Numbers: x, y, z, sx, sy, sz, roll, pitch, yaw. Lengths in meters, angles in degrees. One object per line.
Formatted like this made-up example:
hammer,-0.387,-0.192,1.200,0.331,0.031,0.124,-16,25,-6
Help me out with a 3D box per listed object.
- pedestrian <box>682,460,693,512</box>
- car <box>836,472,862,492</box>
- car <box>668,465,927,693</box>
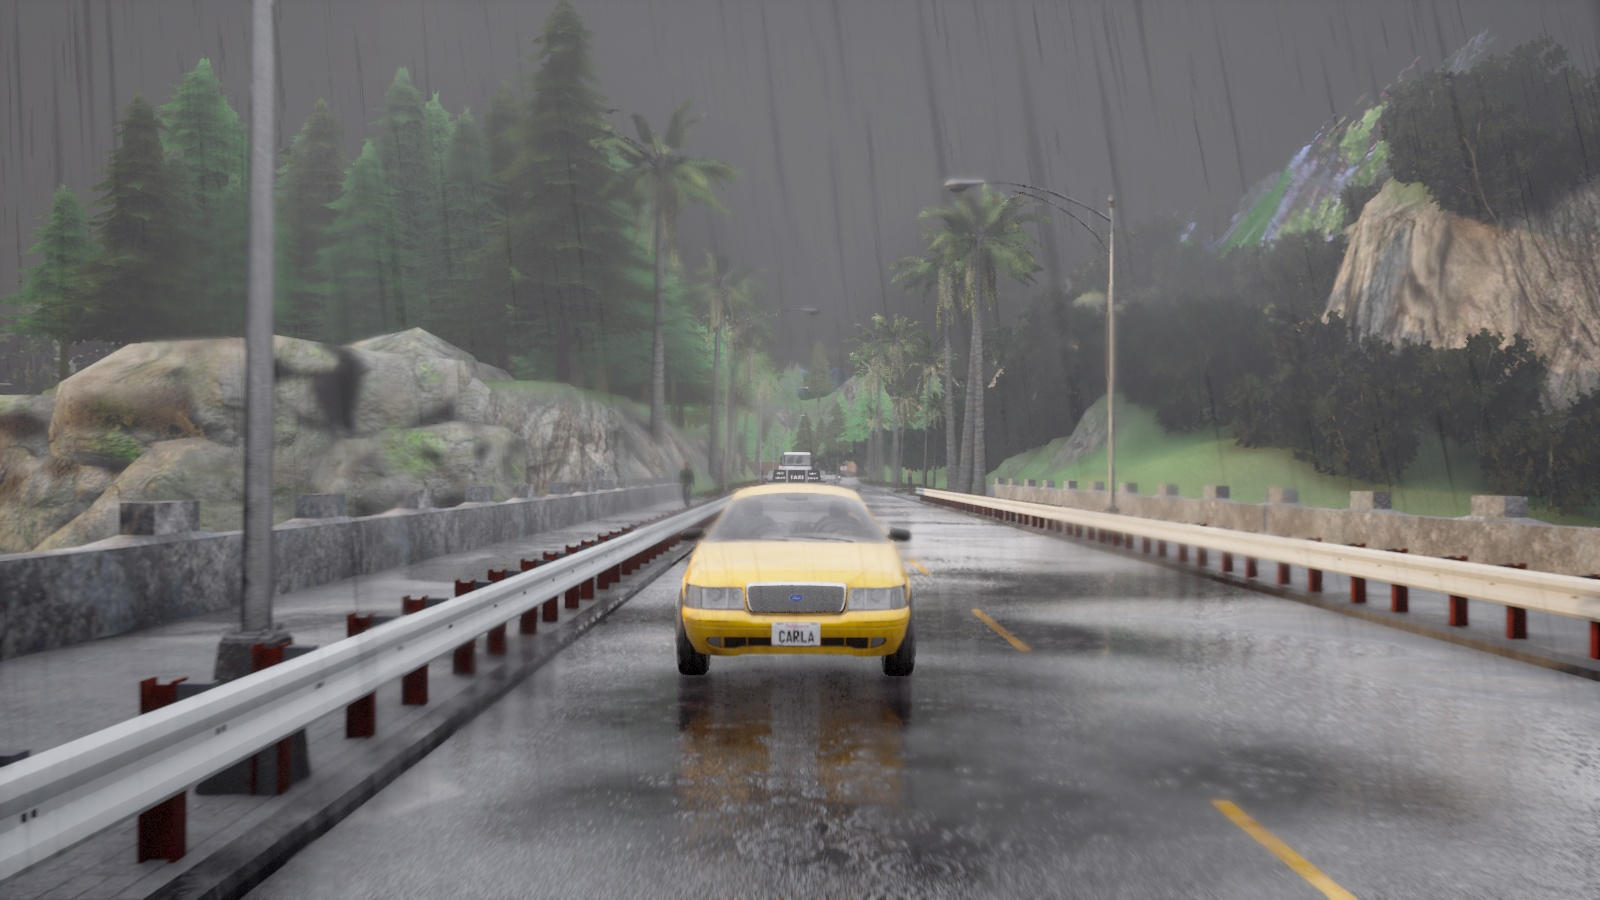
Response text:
pedestrian,-4.069,1.302,45.470,0.353,1.847,0.614,0,-1,0
car,3.791,2.433,96.747,1.845,1.501,3.633,0,-1,0
car,-0.025,0.946,11.422,1.801,1.575,5.366,0,-1,0
